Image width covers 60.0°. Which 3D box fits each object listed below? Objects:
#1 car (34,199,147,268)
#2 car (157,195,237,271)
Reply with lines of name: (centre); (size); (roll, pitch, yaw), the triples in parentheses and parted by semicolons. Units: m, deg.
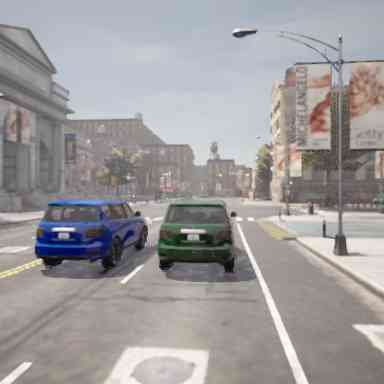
car: (-3.165, 1.264, 11.604); (2.150, 2.045, 5.566); (0, 0, 6)
car: (0.316, 1.261, 11.242); (2.150, 2.045, 5.566); (0, 0, 6)
